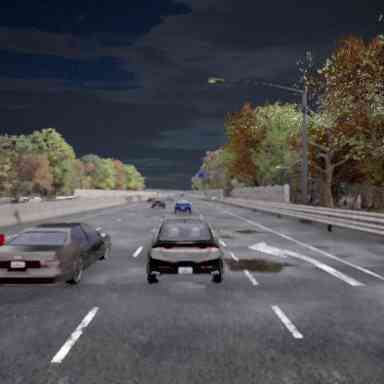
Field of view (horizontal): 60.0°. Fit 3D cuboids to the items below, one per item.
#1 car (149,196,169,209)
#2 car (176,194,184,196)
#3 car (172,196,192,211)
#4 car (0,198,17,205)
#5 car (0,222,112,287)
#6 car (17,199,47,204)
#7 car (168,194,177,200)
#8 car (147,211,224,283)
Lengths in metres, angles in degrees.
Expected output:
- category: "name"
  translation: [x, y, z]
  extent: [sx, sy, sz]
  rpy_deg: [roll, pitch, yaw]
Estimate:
- category: "car"
  translation: [-4.855, 1.637, 48.949]
  extent: [1.837, 1.490, 4.892]
  rpy_deg: [0, 0, -2]
- category: "car"
  translation: [-2.112, 1.766, 74.833]
  extent: [1.994, 1.385, 4.181]
  rpy_deg: [0, 0, -2]
- category: "car"
  translation: [-1.062, 1.589, 38.896]
  extent: [1.882, 1.535, 5.008]
  rpy_deg: [0, 0, -2]
- category: "car"
  translation: [-22.161, 1.564, 40.024]
  extent: [1.837, 1.490, 4.892]
  rpy_deg: [0, 0, -1]
- category: "car"
  translation: [-3.705, 1.566, 9.448]
  extent: [2.033, 1.411, 5.357]
  rpy_deg: [0, 0, -2]
- category: "car"
  translation: [-18.656, 1.595, 39.913]
  extent: [1.812, 1.442, 4.674]
  rpy_deg: [0, 0, -1]
- category: "car"
  translation: [-6.133, 1.781, 92.614]
  extent: [2.128, 1.511, 4.902]
  rpy_deg: [0, 0, -2]
- category: "car"
  translation: [-0.209, 1.520, 9.724]
  extent: [2.128, 1.511, 4.902]
  rpy_deg: [0, 0, -2]
